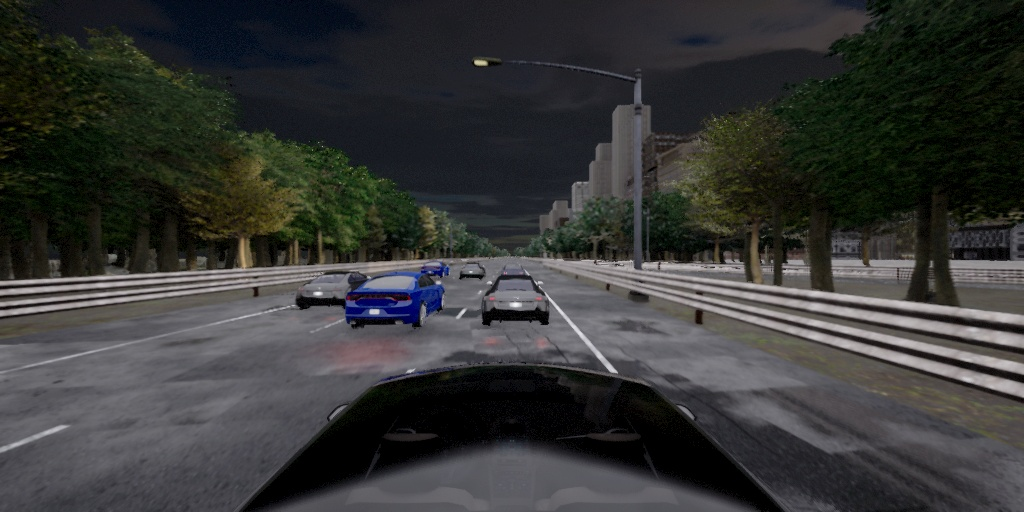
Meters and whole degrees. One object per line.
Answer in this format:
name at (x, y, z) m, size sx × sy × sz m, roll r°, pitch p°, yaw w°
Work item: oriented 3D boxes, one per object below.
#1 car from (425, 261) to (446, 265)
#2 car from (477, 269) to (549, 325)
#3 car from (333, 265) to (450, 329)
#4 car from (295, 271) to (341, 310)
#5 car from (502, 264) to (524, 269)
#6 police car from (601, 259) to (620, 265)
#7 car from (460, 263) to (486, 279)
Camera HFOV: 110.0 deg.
car at (-6.897, 1.206, 32.621) m, size 1.882 × 1.535 × 5.008 m, roll 0°, pitch 0°, yaw 0°
car at (0.101, 1.310, 11.851) m, size 1.994 × 1.385 × 4.181 m, roll 0°, pitch 0°, yaw 0°
car at (-3.399, 1.225, 11.336) m, size 1.882 × 1.535 × 5.008 m, roll 0°, pitch 0°, yaw 0°
car at (-6.899, 1.308, 14.764) m, size 1.994 × 1.385 × 4.181 m, roll 0°, pitch 0°, yaw 0°
car at (0.104, 1.332, 29.641) m, size 1.895 × 1.301 × 4.718 m, roll 0°, pitch 0°, yaw 0°
police car at (14.905, 1.336, 57.300) m, size 2.038 × 1.542 × 4.974 m, roll 0°, pitch 0°, yaw -31°
car at (-3.399, 1.293, 31.616) m, size 1.994 × 1.385 × 4.181 m, roll 0°, pitch 0°, yaw 0°
